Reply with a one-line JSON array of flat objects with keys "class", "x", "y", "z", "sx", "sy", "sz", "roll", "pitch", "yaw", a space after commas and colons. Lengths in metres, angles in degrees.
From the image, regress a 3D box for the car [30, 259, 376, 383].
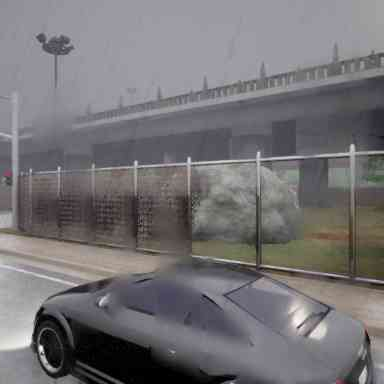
[{"class": "car", "x": -0.131, "y": 1.564, "z": 4.083, "sx": 4.181, "sy": 1.385, "sz": 1.994, "roll": 0, "pitch": 0, "yaw": 36}]
